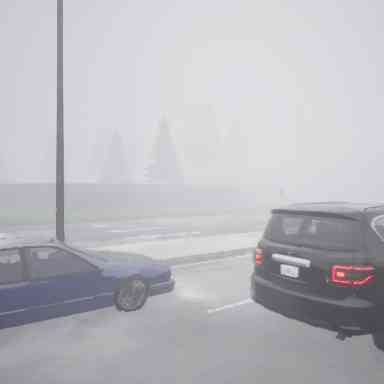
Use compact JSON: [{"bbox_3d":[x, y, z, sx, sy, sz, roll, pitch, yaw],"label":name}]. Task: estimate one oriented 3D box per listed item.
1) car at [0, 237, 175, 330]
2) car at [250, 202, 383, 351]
[{"bbox_3d":[-2.966,1.548,5.934,5.357,1.411,2.033,0,0,-35],"label":"car"},{"bbox_3d":[3.567,1.220,6.290,5.566,2.045,2.150,0,0,-35],"label":"car"}]
